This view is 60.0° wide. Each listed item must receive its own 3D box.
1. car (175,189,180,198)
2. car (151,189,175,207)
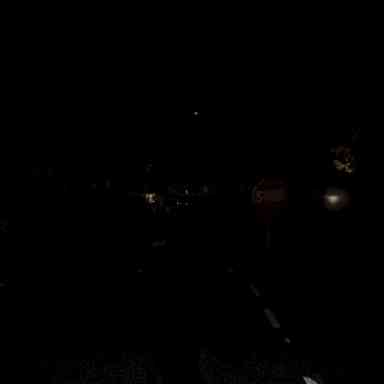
[{"bbox_3d":[-3.246,0.211,58.841,1.812,1.442,4.674,0,1,0],"label":"car"},{"bbox_3d":[-3.041,0.725,34.528,1.837,1.490,4.892,0,3,0],"label":"car"}]
